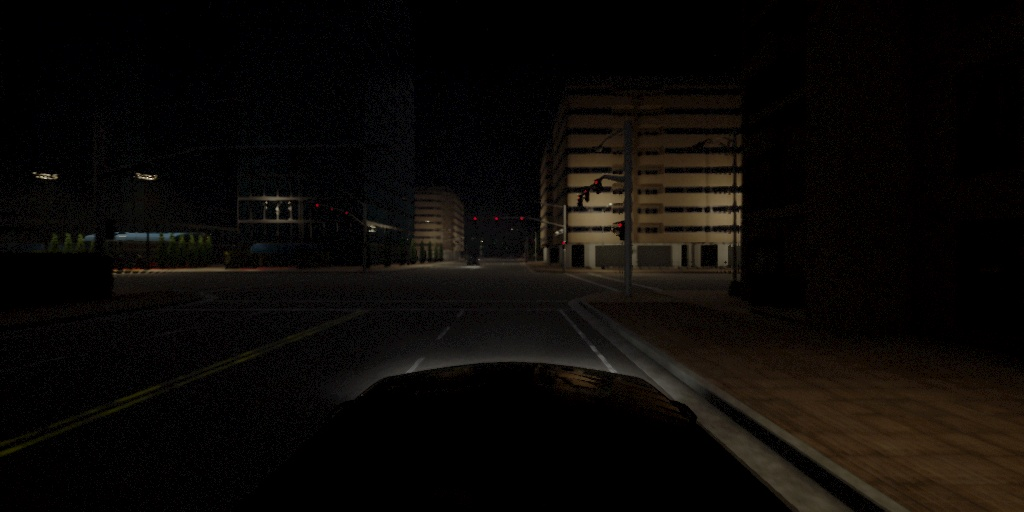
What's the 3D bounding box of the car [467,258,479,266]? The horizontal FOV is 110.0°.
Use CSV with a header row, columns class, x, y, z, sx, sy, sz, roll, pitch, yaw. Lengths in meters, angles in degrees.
class,x,y,z,sx,sy,sz,roll,pitch,yaw
car,-7.011,1.053,64.332,2.128,1.511,4.902,0,1,0
